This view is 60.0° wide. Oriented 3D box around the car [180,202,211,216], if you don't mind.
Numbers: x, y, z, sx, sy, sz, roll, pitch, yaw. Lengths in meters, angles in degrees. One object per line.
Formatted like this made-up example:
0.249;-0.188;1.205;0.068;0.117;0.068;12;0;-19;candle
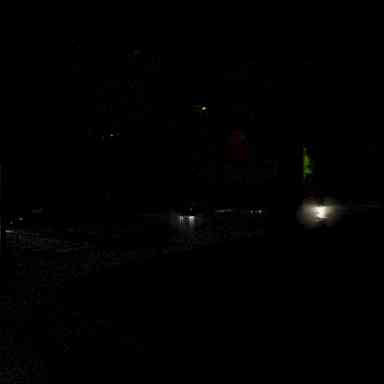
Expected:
0.473;1.958;38.987;1.812;1.442;4.674;-1;-1;36;car

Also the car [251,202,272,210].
11.339;2.277;53.869;1.895;1.301;4.718;-1;-1;36;car

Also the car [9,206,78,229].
-10.536;1.778;23.891;1.812;1.442;4.674;-1;-1;39;car
